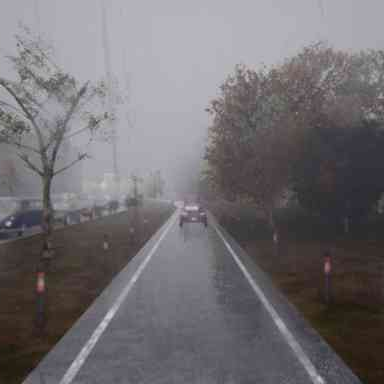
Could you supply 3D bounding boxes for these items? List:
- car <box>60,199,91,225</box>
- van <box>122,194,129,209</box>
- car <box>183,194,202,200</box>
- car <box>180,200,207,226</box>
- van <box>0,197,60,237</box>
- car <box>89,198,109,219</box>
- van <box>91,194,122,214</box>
[{"bbox_3d":[-9.063,1.455,23.338,2.231,1.521,4.892,0,-1,-2],"label":"car"},{"bbox_3d":[-9.235,1.286,45.313,1.878,1.987,4.442,0,-1,-2],"label":"van"},{"bbox_3d":[0.083,1.295,40.603,2.150,2.045,5.566,0,0,-1],"label":"car"},{"bbox_3d":[0.108,1.555,23.379,1.812,1.442,4.674,0,0,0],"label":"car"},{"bbox_3d":[-9.064,1.235,17.653,1.878,1.987,4.442,0,0,2],"label":"van"},{"bbox_3d":[-9.067,1.500,28.849,2.163,1.488,4.792,0,-1,-2],"label":"car"},{"bbox_3d":[-9.074,1.261,35.362,1.878,1.987,4.442,0,-1,-2],"label":"van"}]
